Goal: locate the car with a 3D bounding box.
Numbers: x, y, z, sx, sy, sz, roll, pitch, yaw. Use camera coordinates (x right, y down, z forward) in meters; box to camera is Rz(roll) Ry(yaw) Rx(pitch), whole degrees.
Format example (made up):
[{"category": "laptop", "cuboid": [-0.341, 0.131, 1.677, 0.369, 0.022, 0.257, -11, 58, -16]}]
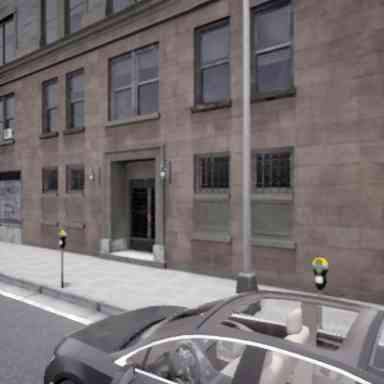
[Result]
[{"category": "car", "cuboid": [0.545, 1.556, 2.689, 4.403, 1.369, 2.008, 0, 0, 36]}]
